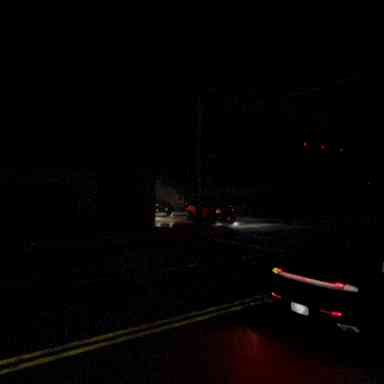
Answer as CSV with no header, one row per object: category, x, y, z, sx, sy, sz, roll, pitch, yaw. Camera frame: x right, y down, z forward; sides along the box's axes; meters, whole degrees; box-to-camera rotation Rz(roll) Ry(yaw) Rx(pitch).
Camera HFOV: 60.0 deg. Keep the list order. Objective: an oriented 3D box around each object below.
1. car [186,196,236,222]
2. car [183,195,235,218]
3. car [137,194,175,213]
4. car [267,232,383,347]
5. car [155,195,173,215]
car,1.545,1.491,27.524,2.097,1.767,4.553,1,0,-37
car,1.578,1.388,33.345,2.150,2.045,5.566,1,0,-36
car,-4.600,1.383,41.638,2.150,2.045,5.566,1,0,-37
car,3.566,1.544,6.401,4.902,1.511,2.128,0,0,-36
car,-4.186,1.360,35.217,2.150,2.045,5.566,1,0,-37
